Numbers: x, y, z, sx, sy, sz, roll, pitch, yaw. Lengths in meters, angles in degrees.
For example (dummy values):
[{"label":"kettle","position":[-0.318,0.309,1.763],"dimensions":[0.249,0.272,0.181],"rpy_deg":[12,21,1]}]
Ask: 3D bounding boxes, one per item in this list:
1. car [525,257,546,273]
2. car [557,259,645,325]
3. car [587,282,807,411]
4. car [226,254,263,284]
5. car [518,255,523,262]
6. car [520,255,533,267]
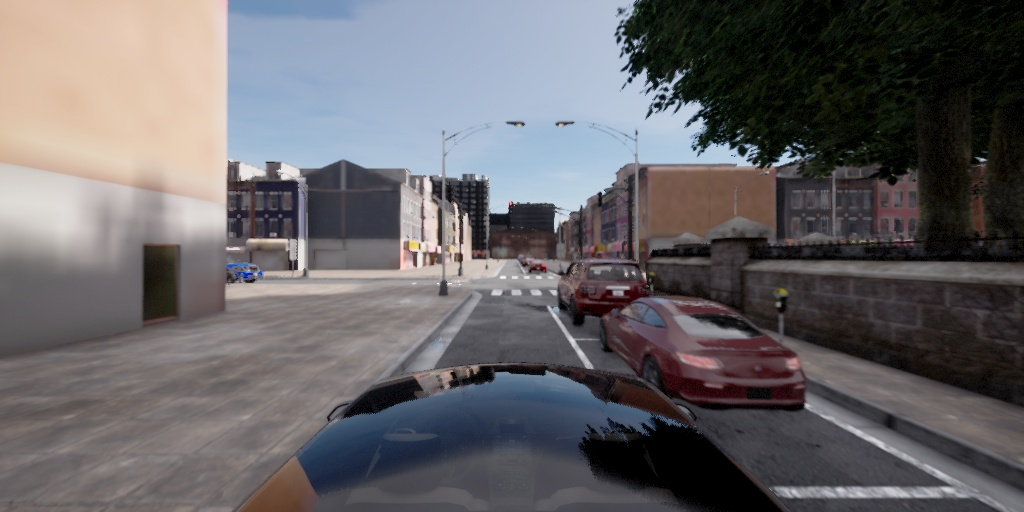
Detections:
[{"label":"car","position":[2.627,1.052,37.781],"dimensions":[1.888,1.381,4.507],"rpy_deg":[0,0,0]},{"label":"car","position":[2.635,0.993,11.353],"dimensions":[2.192,1.841,5.009],"rpy_deg":[0,0,0]},{"label":"car","position":[2.637,1.300,5.904],"dimensions":[1.802,1.307,4.207],"rpy_deg":[0,0,0]},{"label":"car","position":[-19.209,0.804,22.985],"dimensions":[5.566,2.045,2.150],"rpy_deg":[0,0,0]},{"label":"car","position":[2.621,0.705,59.530],"dimensions":[2.192,1.841,5.009],"rpy_deg":[0,0,0]},{"label":"car","position":[2.622,0.962,54.092],"dimensions":[1.888,1.381,4.507],"rpy_deg":[0,0,0]}]
